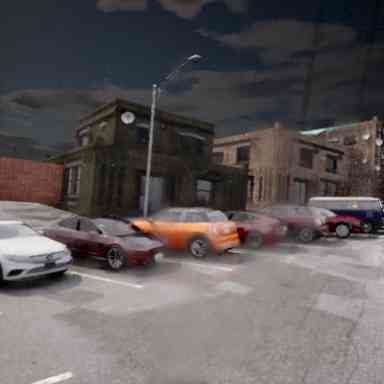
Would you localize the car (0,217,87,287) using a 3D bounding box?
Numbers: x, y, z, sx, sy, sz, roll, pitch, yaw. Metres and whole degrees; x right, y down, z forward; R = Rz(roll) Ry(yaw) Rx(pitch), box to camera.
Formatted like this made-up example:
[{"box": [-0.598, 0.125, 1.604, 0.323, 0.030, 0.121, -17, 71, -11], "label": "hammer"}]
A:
[{"box": [-5.334, 1.514, 9.255, 4.674, 1.452, 2.002, -1, -1, 34], "label": "car"}]

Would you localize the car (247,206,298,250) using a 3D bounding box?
[{"box": [1.775, 1.530, 14.507, 4.792, 1.488, 2.163, -1, -1, 34], "label": "car"}]

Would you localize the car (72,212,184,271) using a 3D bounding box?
[{"box": [-2.931, 1.512, 10.987, 4.792, 1.488, 2.163, -1, -1, 34], "label": "car"}]

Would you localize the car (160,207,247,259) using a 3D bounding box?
[{"box": [-0.556, 1.366, 12.729, 4.553, 1.767, 2.185, -1, -1, 34], "label": "car"}]

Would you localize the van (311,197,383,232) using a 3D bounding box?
[{"box": [8.838, 1.303, 19.782, 4.442, 1.987, 1.878, -1, -1, 34], "label": "van"}]

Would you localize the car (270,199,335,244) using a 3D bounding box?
[{"box": [4.203, 1.383, 16.217, 4.553, 1.767, 2.185, -1, -1, 34], "label": "car"}]

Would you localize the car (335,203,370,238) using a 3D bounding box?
[{"box": [6.557, 1.518, 17.985, 5.008, 1.535, 2.097, -1, -1, 34], "label": "car"}]
